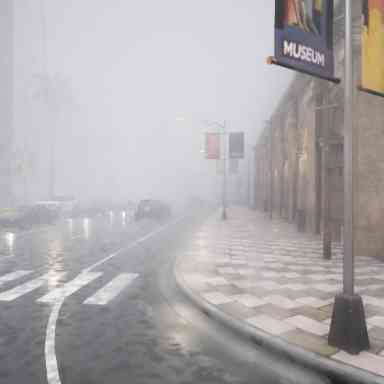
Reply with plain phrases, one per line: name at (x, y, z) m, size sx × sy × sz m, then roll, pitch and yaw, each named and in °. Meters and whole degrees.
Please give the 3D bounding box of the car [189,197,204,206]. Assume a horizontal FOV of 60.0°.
car at (0.787, 1.503, 55.721) m, size 2.128 × 1.511 × 4.902 m, roll 0°, pitch 0°, yaw 13°

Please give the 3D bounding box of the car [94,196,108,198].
car at (-11.711, 1.352, 42.334) m, size 2.097 × 1.767 × 4.553 m, roll 0°, pitch 0°, yaw 7°

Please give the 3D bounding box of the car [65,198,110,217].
car at (-9.569, 1.526, 30.936) m, size 1.812 × 1.442 × 4.674 m, roll 0°, pitch 0°, yaw 7°

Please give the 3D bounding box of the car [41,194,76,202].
car at (-12.962, 1.221, 32.085) m, size 2.150 × 2.045 × 5.566 m, roll 0°, pitch 0°, yaw 7°

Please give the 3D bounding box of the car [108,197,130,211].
car at (-8.377, 1.526, 40.753) m, size 1.812 × 1.442 × 4.674 m, roll 0°, pitch 0°, yaw 7°

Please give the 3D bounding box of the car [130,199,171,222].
car at (-2.981, 1.341, 26.145) m, size 2.097 × 1.767 × 4.553 m, roll 0°, pitch 0°, yaw 7°

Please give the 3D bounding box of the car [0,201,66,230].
car at (-10.643, 1.547, 21.569) m, size 2.033 × 1.411 × 5.357 m, roll 0°, pitch 0°, yaw 6°
